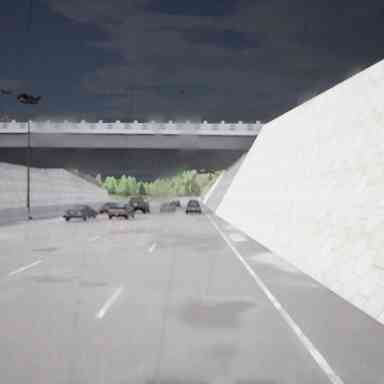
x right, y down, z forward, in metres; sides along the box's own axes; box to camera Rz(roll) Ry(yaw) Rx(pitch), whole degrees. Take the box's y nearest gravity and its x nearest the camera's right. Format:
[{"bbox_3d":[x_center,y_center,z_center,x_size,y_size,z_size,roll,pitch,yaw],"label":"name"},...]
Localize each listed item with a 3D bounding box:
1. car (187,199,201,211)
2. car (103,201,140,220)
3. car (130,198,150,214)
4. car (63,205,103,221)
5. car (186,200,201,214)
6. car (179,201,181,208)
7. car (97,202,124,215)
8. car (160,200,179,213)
[{"bbox_3d":[0.217,1.999,52.545,2.097,1.767,4.553,0,-1,-1],"label":"car"},{"bbox_3d":[-6.899,1.896,32.866,2.128,1.511,4.902,0,-1,1],"label":"car"},{"bbox_3d":[-6.876,1.755,43.340,2.150,2.045,5.566,0,-1,1],"label":"car"},{"bbox_3d":[-10.336,1.931,31.213,2.033,1.411,5.357,0,-1,0],"label":"car"},{"bbox_3d":[0.187,2.088,42.589,1.994,1.385,4.181,0,-1,0],"label":"car"},{"bbox_3d":[-3.264,2.313,66.825,2.128,1.511,4.902,0,-1,0],"label":"car"},{"bbox_3d":[-10.310,2.069,42.420,2.033,1.411,5.357,0,-1,0],"label":"car"},{"bbox_3d":[-3.303,2.128,45.850,1.994,1.385,4.181,0,-1,0],"label":"car"}]
